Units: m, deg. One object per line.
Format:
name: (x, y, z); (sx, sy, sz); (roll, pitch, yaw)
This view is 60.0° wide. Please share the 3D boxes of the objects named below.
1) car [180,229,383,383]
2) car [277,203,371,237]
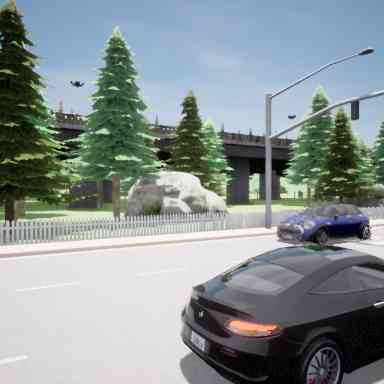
car: (2.082, 1.526, 4.908); (4.674, 1.442, 1.812); (0, 0, -29)
car: (6.111, 1.352, 15.407); (4.553, 1.767, 2.097); (0, 0, -29)
